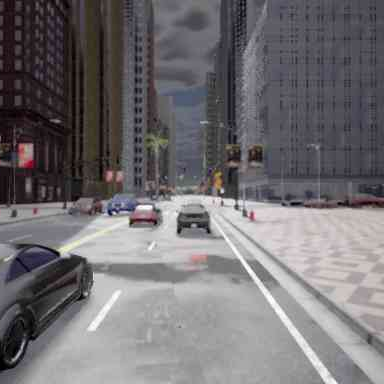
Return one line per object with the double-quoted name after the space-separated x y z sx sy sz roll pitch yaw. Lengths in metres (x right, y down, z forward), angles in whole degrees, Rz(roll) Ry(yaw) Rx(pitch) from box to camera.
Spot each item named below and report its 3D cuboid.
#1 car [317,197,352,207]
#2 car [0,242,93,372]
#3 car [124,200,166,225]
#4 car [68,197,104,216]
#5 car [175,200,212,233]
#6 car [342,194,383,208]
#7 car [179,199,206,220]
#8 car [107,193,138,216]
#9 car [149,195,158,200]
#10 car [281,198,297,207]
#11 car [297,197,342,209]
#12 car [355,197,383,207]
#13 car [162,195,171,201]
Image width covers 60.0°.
20.820 1.453 48.686 4.313 1.339 1.947 0 0 -1 "car"
-3.151 1.534 5.618 1.994 1.385 4.181 0 0 0 "car"
-3.152 1.488 23.303 1.994 1.385 4.181 0 0 0 "car"
-9.781 1.276 30.988 2.097 1.767 4.553 0 0 0 "car"
0.098 1.436 19.052 1.837 1.490 4.892 0 0 0 "car"
20.949 1.133 40.163 5.009 1.841 2.192 0 0 -1 "car"
0.046 1.416 28.373 2.128 1.511 4.902 0 0 1 "car"
-6.517 1.152 32.025 2.150 2.045 5.566 0 0 0 "car"
-9.758 1.569 85.453 1.882 1.535 5.008 0 0 0 "car"
15.180 1.473 48.598 4.313 1.339 1.947 0 0 -1 "car"
15.311 1.419 40.074 4.206 1.307 1.802 0 0 -1 "car"
26.459 1.453 48.774 4.206 1.307 1.802 0 0 -1 "car"
-6.508 1.446 85.484 2.097 1.767 4.553 0 0 0 "car"
